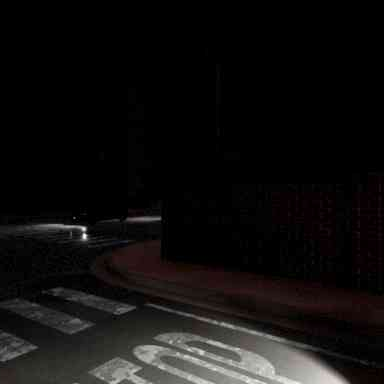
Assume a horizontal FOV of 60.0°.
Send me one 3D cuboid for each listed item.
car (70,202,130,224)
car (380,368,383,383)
[{"bbox_3d":[-6.546,1.472,24.209,1.812,1.442,4.674,0,0,35],"label":"car"},{"bbox_3d":[3.246,1.564,1.691,4.181,1.385,1.994,0,0,35],"label":"car"}]
